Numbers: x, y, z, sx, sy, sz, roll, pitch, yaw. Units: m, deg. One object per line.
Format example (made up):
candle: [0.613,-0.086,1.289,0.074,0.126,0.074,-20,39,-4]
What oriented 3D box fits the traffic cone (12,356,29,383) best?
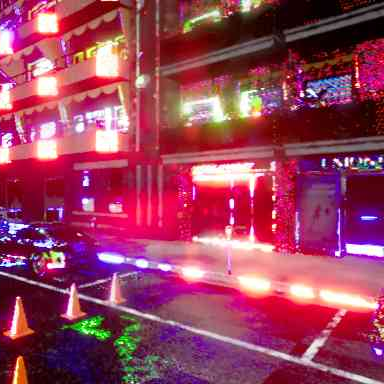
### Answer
traffic cone: [-1.751,1.975,3.384,0.340,0.580,0.340,0,0,36]

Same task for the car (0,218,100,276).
car: [-4.609,1.640,10.347,4.206,1.307,1.802,0,0,36]

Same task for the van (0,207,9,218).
van: [-9.090,1.413,13.591,3.998,1.788,1.690,0,0,36]

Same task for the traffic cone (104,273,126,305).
traffic cone: [-1.612,1.998,6.987,0.340,0.580,0.340,0,0,36]

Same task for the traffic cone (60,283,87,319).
traffic cone: [-2.198,1.992,6.176,0.340,0.580,0.340,0,0,36]

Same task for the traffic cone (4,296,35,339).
traffic cone: [-2.785,1.985,5.366,0.340,0.580,0.340,0,0,36]

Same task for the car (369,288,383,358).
car: [4.357,1.474,3.862,4.097,1.590,1.967,0,0,36]
